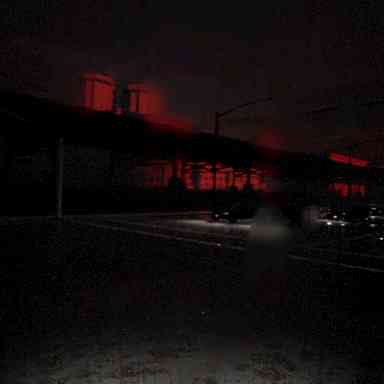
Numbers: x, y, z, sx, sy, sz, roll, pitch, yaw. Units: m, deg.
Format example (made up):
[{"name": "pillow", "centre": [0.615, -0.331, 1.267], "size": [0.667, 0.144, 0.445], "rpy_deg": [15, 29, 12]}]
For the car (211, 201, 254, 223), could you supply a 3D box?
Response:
[{"name": "car", "centre": [3.490, 1.445, 24.938], "size": [4.674, 1.442, 1.812], "rpy_deg": [1, 1, -42]}]

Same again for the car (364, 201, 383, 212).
[{"name": "car", "centre": [24.583, 1.857, 43.739], "size": [4.718, 1.301, 1.895], "rpy_deg": [1, 1, -41]}]

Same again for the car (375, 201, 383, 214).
[{"name": "car", "centre": [21.312, 1.831, 36.156], "size": [4.674, 1.442, 1.812], "rpy_deg": [1, 1, -42]}]

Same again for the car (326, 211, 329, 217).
[{"name": "car", "centre": [10.319, 1.553, 31.035], "size": [4.902, 1.511, 2.128], "rpy_deg": [1, 1, -42]}]

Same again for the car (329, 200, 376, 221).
[{"name": "car", "centre": [14.041, 1.744, 29.672], "size": [5.357, 1.411, 2.033], "rpy_deg": [1, 1, -41]}]

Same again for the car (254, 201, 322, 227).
[{"name": "car", "centre": [6.779, 1.550, 23.181], "size": [4.892, 1.490, 1.837], "rpy_deg": [1, 1, -42]}]
